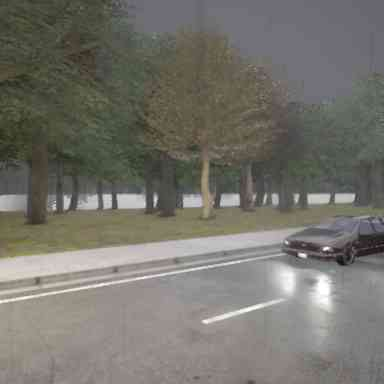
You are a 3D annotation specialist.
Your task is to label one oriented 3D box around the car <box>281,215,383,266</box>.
[{"bbox_3d":[5.509,1.520,11.599,5.357,1.411,2.033,0,0,-35],"label":"car"}]
